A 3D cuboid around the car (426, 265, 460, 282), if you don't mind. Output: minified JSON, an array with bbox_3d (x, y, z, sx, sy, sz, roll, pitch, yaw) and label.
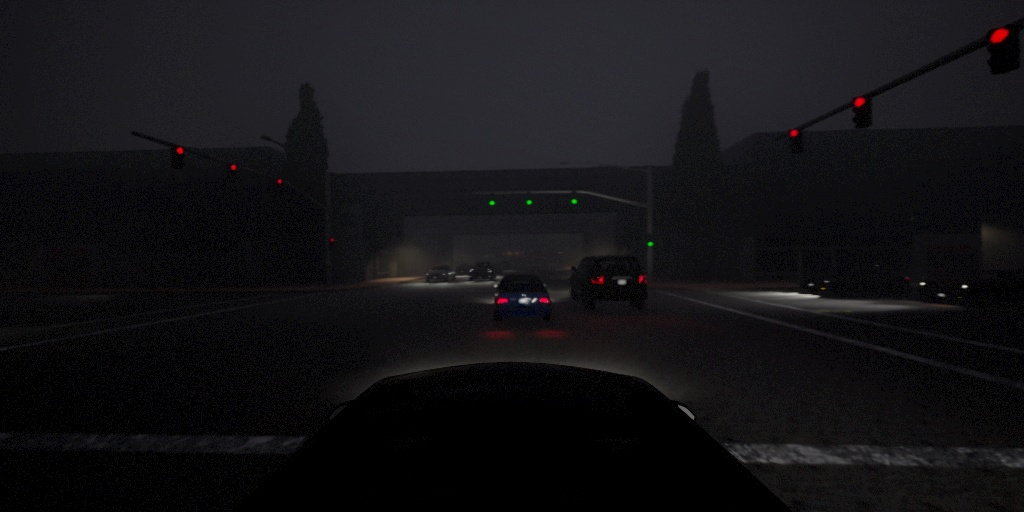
[{"bbox_3d":[-6.220,1.501,31.843,1.812,1.442,4.674,-1,0,3],"label":"car"}]

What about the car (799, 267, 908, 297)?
[{"bbox_3d":[16.830,1.217,17.723,4.181,1.385,1.994,-1,0,3],"label":"car"}]

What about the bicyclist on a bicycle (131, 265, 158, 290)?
[{"bbox_3d":[-24.632,1.436,24.075,0.582,1.620,1.656,-1,0,4],"label":"bicyclist on a bicycle"}]

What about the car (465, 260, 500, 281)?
[{"bbox_3d":[-2.637,1.296,33.228,2.097,1.767,4.553,-1,0,3],"label":"car"}]

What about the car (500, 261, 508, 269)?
[{"bbox_3d":[-2.087,1.482,43.089,2.128,1.511,4.902,-1,0,3],"label":"car"}]

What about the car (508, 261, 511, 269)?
[{"bbox_3d":[-1.141,1.572,59.376,1.837,1.490,4.892,-1,-1,4],"label":"car"}]

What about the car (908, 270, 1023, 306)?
[{"bbox_3d":[19.194,1.209,14.103,4.718,1.301,1.895,-1,0,3],"label":"car"}]

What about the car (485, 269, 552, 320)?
[{"bbox_3d":[0.319,1.352,12.825,2.033,1.411,5.357,-1,0,0],"label":"car"}]

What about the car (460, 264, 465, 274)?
[{"bbox_3d":[-5.590,1.592,43.102,1.994,1.385,4.181,-1,0,3],"label":"car"}]

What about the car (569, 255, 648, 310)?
[{"bbox_3d":[3.818,1.001,15.047,2.150,2.045,5.566,-1,0,0],"label":"car"}]
